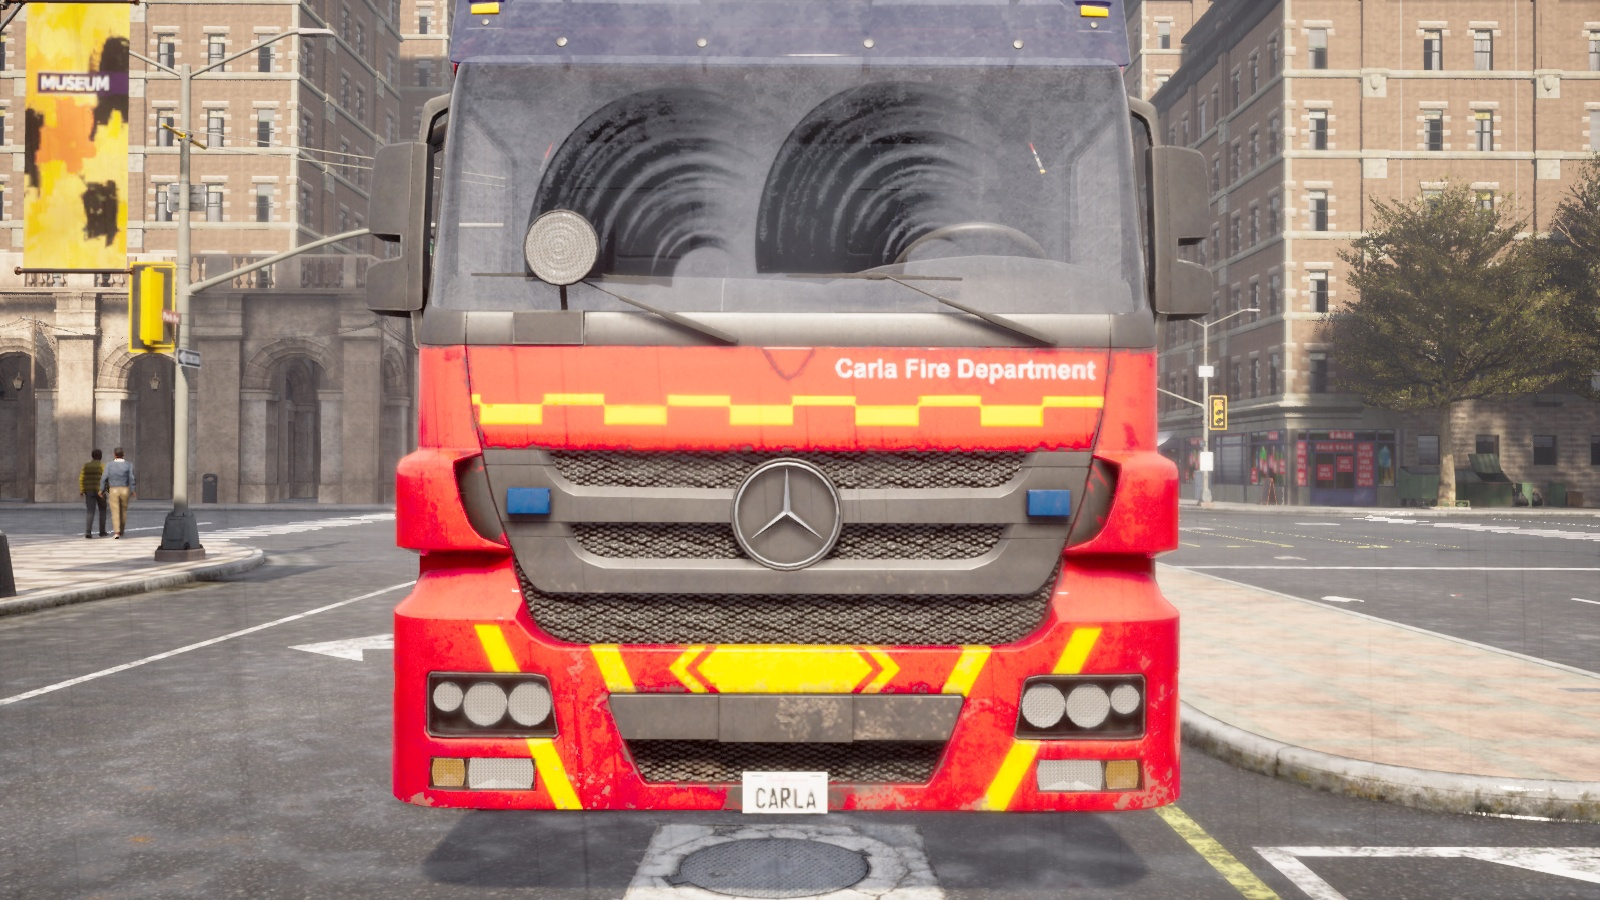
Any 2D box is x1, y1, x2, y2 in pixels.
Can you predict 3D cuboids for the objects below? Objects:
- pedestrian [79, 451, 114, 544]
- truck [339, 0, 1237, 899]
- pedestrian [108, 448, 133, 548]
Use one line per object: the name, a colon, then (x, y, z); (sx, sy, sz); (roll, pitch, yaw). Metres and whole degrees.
pedestrian: (-14.096, 0.946, 25.175); (0.370, 1.835, 0.726); (0, -1, -10)
truck: (-0.054, -0.211, 8.305); (2.891, 3.827, 8.468); (0, -1, 0)
pedestrian: (-13.493, 0.943, 24.939); (0.423, 1.949, 0.788); (0, -1, -27)
